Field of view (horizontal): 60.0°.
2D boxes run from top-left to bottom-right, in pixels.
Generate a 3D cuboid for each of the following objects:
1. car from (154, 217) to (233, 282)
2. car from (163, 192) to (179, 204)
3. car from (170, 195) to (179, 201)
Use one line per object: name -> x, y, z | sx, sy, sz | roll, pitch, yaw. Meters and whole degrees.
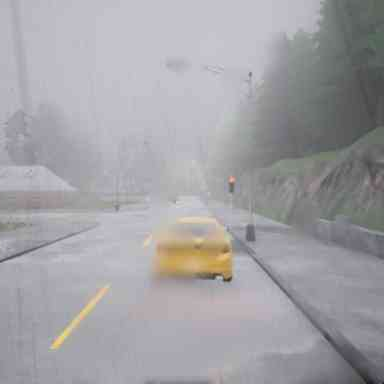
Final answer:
car -> 0.053, 1.459, 9.759 | 1.882, 1.535, 5.008 | 0, 0, 1
car -> -4.043, 1.104, 60.539 | 2.150, 2.045, 5.566 | 0, 0, 1
car -> -4.001, 1.400, 76.888 | 1.994, 1.385, 4.181 | 0, 0, 0
